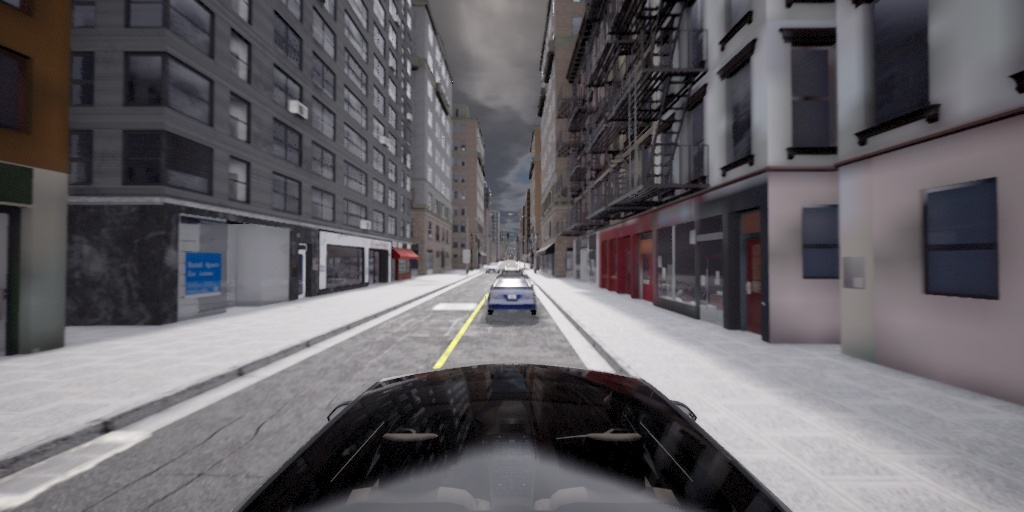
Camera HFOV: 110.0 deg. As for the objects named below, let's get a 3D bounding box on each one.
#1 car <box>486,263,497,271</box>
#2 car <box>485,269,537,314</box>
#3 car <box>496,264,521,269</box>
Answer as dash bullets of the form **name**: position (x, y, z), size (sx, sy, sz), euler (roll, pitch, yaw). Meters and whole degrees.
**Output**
- **car**: position (-2.768, 1.748, 52.013), size (1.812, 1.442, 4.674), euler (0, -1, 1)
- **car**: position (0.011, 1.422, 14.379), size (2.033, 1.411, 5.357), euler (0, -1, 0)
- **car**: position (0.025, 1.520, 30.363), size (2.128, 1.511, 4.902), euler (0, 0, 1)
